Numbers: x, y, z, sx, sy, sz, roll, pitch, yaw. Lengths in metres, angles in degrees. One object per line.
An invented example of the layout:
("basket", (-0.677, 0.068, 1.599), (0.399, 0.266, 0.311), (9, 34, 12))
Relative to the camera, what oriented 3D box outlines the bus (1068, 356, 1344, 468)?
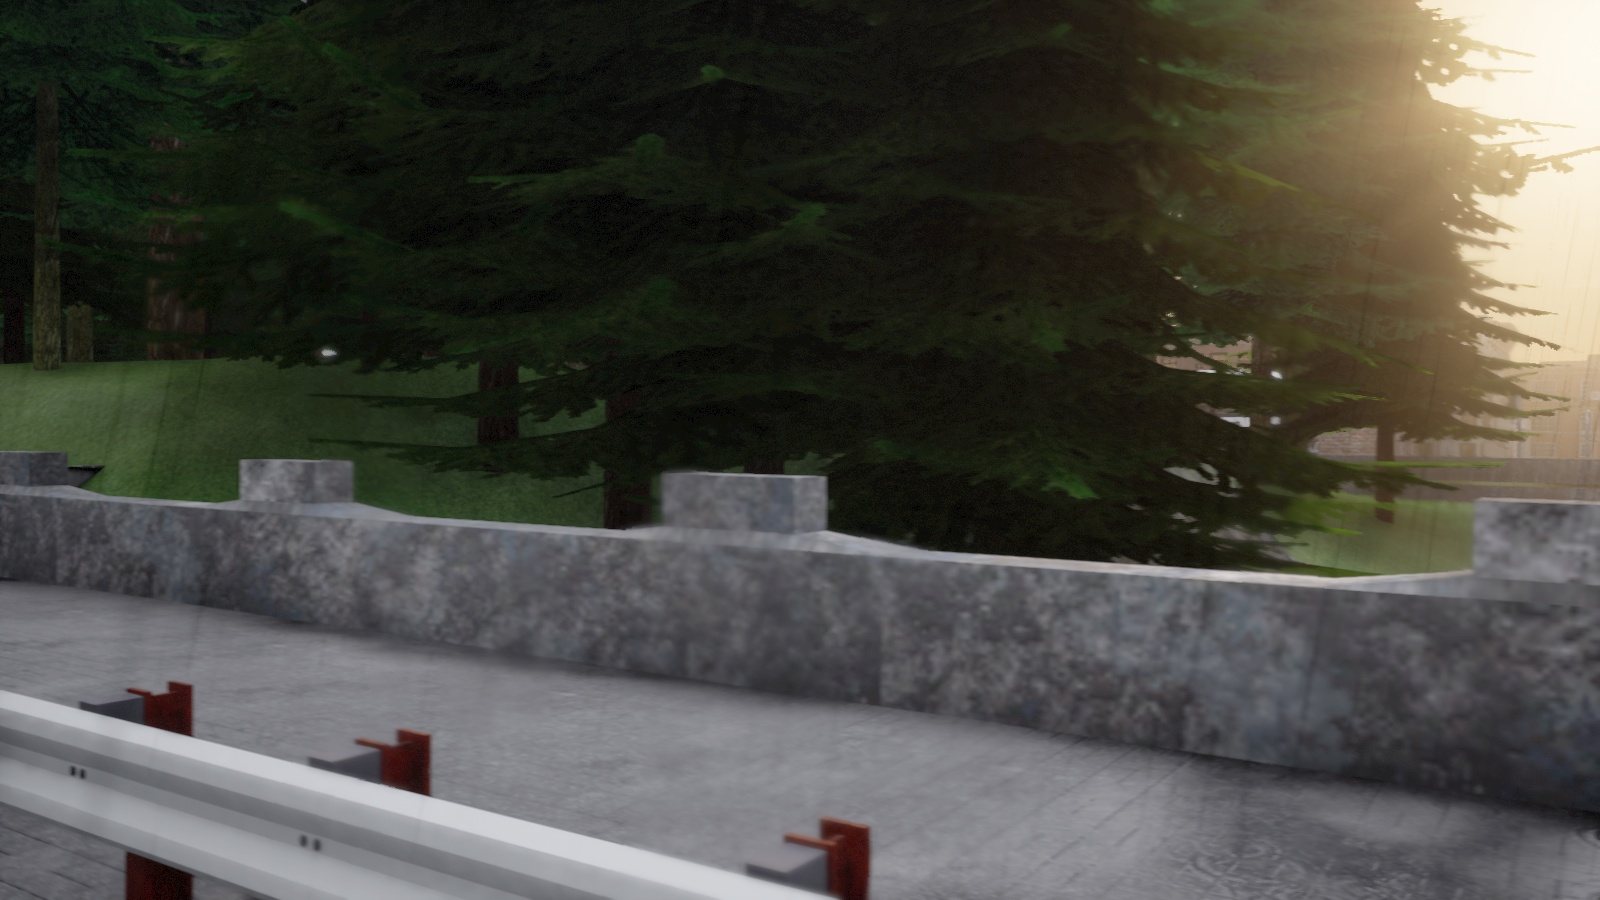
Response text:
("bus", (16.847, -1.514, 52.488), (10.273, 4.253, 3.944), (0, 1, 34))
